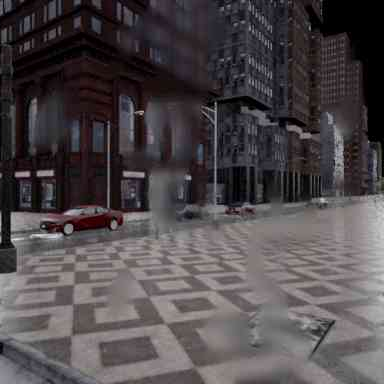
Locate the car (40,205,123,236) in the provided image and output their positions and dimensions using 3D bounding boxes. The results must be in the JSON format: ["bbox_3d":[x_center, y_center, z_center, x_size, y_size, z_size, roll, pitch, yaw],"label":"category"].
[{"bbox_3d":[-6.310,1.549,19.475,1.882,1.535,5.008,0,0,36],"label":"car"}]

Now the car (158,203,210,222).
[{"bbox_3d":[-0.546,1.664,27.583,2.033,1.411,5.357,0,0,35],"label":"car"}]

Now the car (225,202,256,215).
[{"bbox_3d":[5.242,1.726,35.730,1.994,1.385,4.181,0,0,35],"label":"car"}]

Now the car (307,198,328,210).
[{"bbox_3d":[18.544,1.617,48.951,2.097,1.767,4.553,0,0,35],"label":"car"}]
